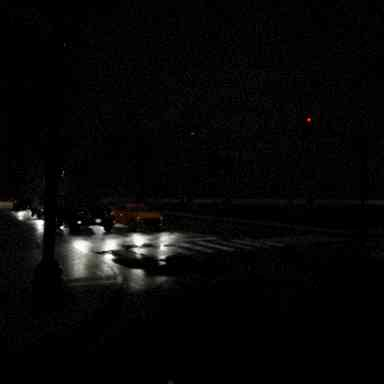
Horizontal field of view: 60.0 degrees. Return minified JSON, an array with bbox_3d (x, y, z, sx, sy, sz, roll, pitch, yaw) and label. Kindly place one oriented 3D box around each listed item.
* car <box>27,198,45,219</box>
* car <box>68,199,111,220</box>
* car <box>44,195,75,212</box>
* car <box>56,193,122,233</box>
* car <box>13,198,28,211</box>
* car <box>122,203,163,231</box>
[{"bbox_3d":[-11.881,1.374,27.186,1.812,1.442,4.674,3,-1,-35],"label":"car"},{"bbox_3d":[-8.948,1.460,28.684,2.128,1.511,4.902,3,-1,-35],"label":"car"},{"bbox_3d":[-14.796,1.268,37.030,2.097,1.767,4.553,3,-1,-35],"label":"car"},{"bbox_3d":[-6.388,1.120,19.405,2.150,2.045,5.566,3,-1,-35],"label":"car"},{"bbox_3d":[-18.042,1.357,35.977,1.994,1.385,4.181,3,-1,-36],"label":"car"},{"bbox_3d":[-3.650,1.494,21.144,1.882,1.535,5.008,3,-1,-35],"label":"car"}]
